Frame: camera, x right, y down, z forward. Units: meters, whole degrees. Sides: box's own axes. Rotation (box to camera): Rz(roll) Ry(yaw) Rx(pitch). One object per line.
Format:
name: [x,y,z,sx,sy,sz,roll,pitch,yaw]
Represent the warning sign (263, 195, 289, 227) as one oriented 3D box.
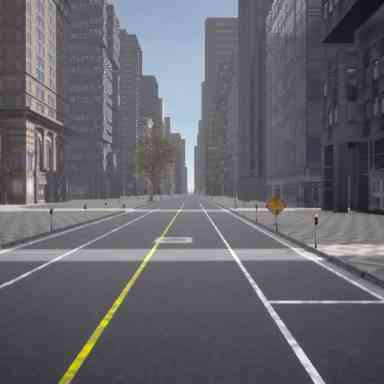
warning sign: [5.068,1.113,20.075,1.300,1.860,1.060,0,0,0]
